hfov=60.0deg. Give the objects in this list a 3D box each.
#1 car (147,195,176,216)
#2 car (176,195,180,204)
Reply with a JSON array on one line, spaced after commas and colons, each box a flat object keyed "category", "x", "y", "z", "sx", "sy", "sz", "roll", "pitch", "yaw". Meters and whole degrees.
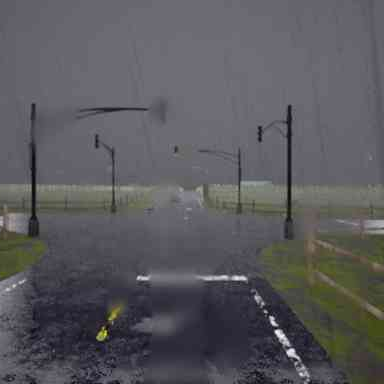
[{"category": "car", "x": -2.839, "y": 1.275, "z": 29.904, "sx": 2.128, "sy": 1.511, "sz": 4.902, "roll": 1, "pitch": 0, "yaw": 0}, {"category": "car", "x": -2.815, "y": 1.148, "z": 53.856, "sx": 2.033, "sy": 1.411, "sz": 5.357, "roll": 0, "pitch": 1, "yaw": 0}]
